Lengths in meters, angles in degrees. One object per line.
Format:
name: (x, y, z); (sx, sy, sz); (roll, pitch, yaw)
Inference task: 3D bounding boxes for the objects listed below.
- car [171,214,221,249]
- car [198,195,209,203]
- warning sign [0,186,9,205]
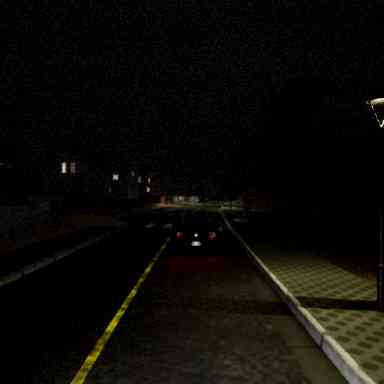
car: (0.224, 1.633, 14.611); (1.895, 1.301, 4.718); (0, 0, 2)
car: (2.572, 1.599, 72.492); (2.097, 1.767, 4.553); (0, -1, 8)
warning sign: (-19.062, 0.316, 33.044); (1.060, 1.860, 1.300); (0, 2, 2)
